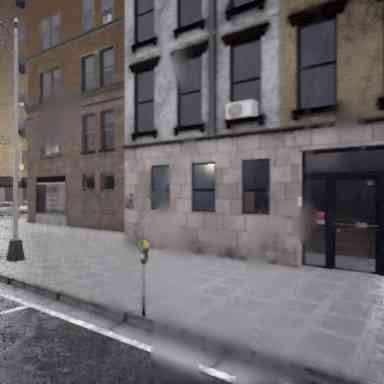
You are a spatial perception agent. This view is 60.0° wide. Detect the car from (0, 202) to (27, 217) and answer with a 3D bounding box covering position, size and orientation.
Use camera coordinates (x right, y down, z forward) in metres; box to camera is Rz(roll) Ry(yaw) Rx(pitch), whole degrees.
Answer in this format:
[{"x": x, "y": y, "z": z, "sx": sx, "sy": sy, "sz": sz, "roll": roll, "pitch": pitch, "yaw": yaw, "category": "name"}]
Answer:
[{"x": -16.217, "y": 1.503, "z": 27.842, "sx": 1.895, "sy": 1.301, "sz": 4.718, "roll": 0, "pitch": 0, "yaw": 35, "category": "car"}]
